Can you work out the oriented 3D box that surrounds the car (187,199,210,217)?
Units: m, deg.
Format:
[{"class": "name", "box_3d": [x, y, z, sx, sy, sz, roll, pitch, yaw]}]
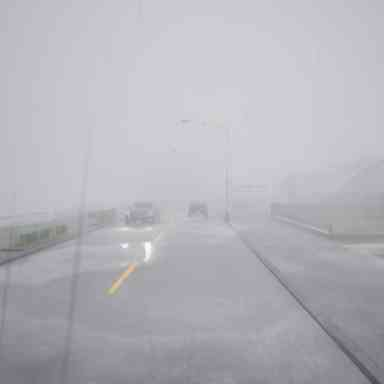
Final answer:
[{"class": "car", "box_3d": [0.597, 1.587, 31.963, 1.837, 1.490, 4.892, 0, -1, 2]}]

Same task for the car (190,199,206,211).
[{"class": "car", "box_3d": [0.794, 1.663, 44.347, 2.033, 1.411, 5.357, 0, 0, 2]}]

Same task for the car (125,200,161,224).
[{"class": "car", "box_3d": [-3.585, 1.451, 24.764, 2.097, 1.767, 4.553, 0, 0, 1]}]
